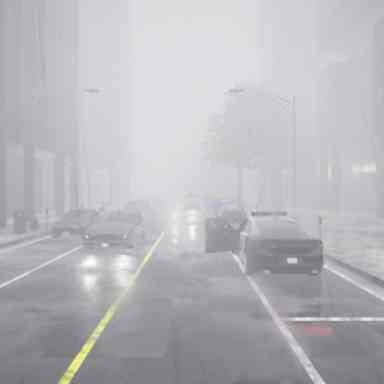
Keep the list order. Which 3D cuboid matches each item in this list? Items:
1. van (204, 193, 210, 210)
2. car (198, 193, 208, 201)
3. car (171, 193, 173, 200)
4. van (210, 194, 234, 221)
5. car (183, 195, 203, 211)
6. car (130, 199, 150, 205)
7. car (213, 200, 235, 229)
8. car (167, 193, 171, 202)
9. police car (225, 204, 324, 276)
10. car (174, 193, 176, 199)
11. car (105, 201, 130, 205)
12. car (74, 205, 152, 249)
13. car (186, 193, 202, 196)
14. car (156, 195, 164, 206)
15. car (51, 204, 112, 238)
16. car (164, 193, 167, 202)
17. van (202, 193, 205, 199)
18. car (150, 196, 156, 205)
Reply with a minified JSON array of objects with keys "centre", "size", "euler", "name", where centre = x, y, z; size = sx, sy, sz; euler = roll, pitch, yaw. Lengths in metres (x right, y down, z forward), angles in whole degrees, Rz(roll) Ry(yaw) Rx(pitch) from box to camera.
[{"centre":[2.705,1.259,39.944],"size":[1.690,1.788,3.998],"euler":[0,0,0],"name":"van"},{"centre":[2.648,1.172,79.273],"size":[2.192,1.841,5.009],"euler":[0,0,0],"name":"car"},{"centre":[-5.869,1.415,73.638],"size":[2.008,1.369,4.403],"euler":[0,0,0],"name":"car"},{"centre":[2.721,1.280,28.708],"size":[1.690,1.788,3.998],"euler":[0,0,0],"name":"van"},{"centre":[0.025,1.445,39.395],"size":[1.812,1.442,4.674],"euler":[0,0,0],"name":"car"},{"centre":[-5.812,1.494,34.307],"size":[1.947,1.339,4.313],"euler":[0,0,0],"name":"car"},{"centre":[2.730,1.495,23.090],"size":[1.887,1.381,4.507],"euler":[0,0,0],"name":"car"},{"centre":[-5.861,1.423,68.019],"size":[2.008,1.369,4.403],"euler":[0,0,0],"name":"car"},{"centre":[2.353,1.401,10.398],"size":[1.930,1.638,5.238],"euler":[0,0,0],"name":"police car"},{"centre":[-5.885,1.394,84.876],"size":[1.887,1.381,4.507],"euler":[0,0,0],"name":"car"},{"centre":[-5.795,1.476,22.899],"size":[1.752,1.417,4.829],"euler":[0,0,0],"name":"car"},{"centre":[-3.121,1.515,14.589],"size":[2.033,1.411,5.357],"euler":[0,0,0],"name":"car"},{"centre":[-0.070,1.123,49.327],"size":[2.150,2.045,5.566],"euler":[0,0,0],"name":"car"},{"centre":[-5.836,1.424,50.993],"size":[1.752,1.417,4.829],"euler":[0,0,0],"name":"car"},{"centre":[-5.787,1.527,17.451],"size":[1.947,1.339,4.313],"euler":[0,0,0],"name":"car"},{"centre":[-5.845,1.329,56.782],"size":[1.967,1.590,4.097],"euler":[0,0,0],"name":"car"},{"centre":[2.697,1.249,45.563],"size":[1.690,1.788,3.998],"euler":[0,0,0],"name":"van"},{"centre":[-5.820,1.484,39.925],"size":[1.947,1.339,4.313],"euler":[0,0,0],"name":"car"}]
